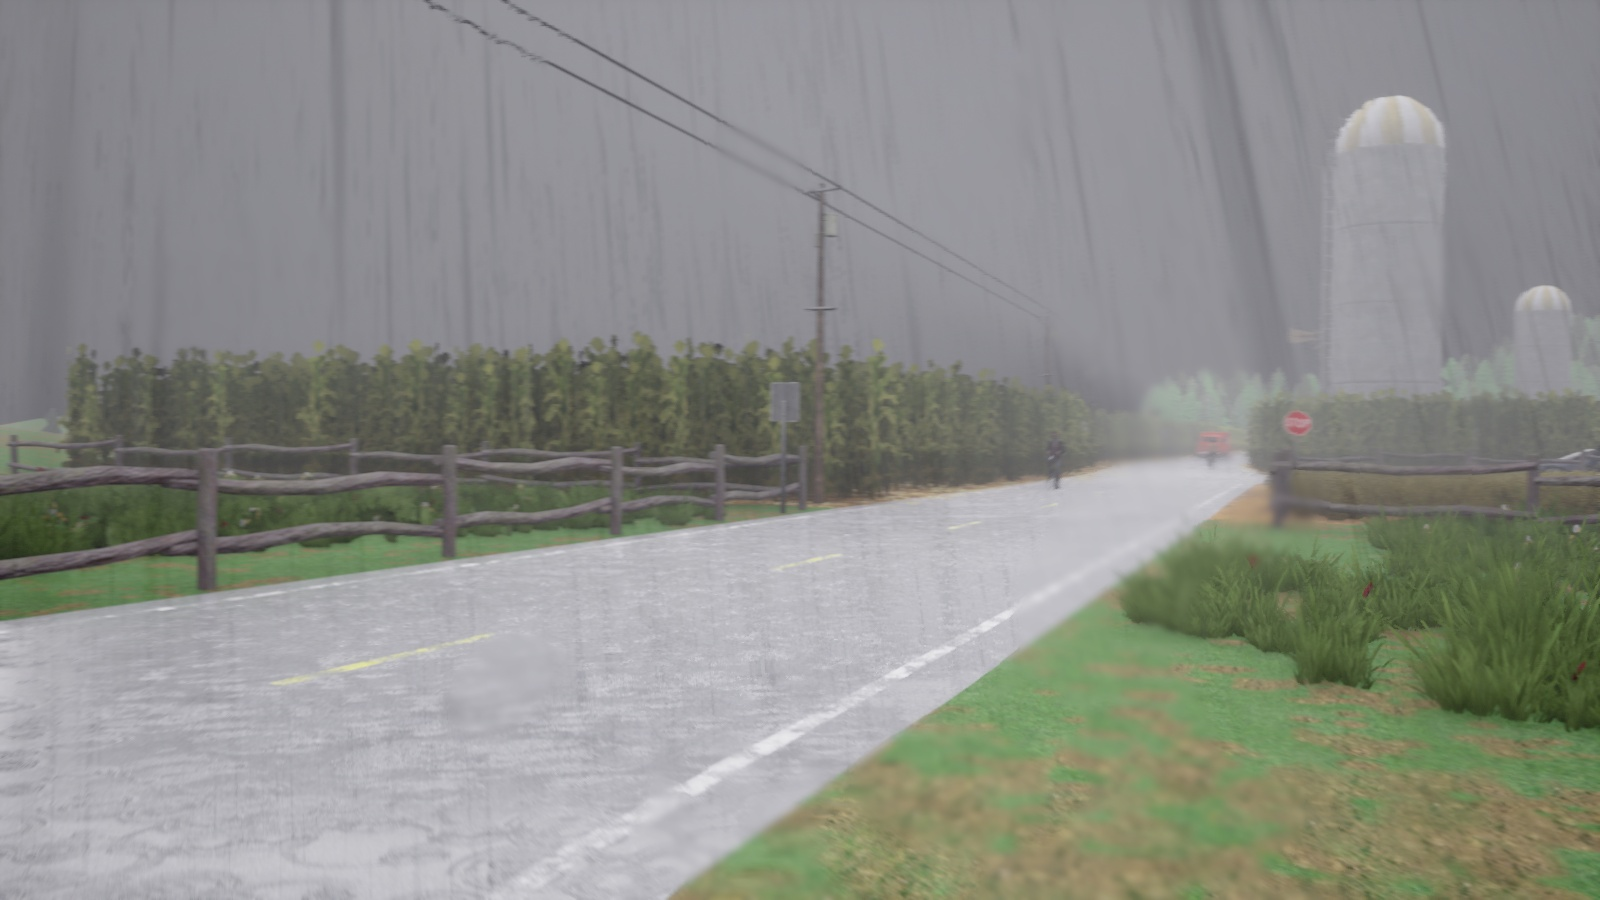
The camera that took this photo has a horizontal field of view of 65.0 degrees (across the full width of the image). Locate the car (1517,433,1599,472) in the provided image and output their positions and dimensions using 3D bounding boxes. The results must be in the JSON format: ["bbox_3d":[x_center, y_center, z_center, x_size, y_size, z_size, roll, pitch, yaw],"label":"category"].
[{"bbox_3d":[30.812,0.077,48.874,4.792,1.488,2.163,0,1,22],"label":"car"}]
